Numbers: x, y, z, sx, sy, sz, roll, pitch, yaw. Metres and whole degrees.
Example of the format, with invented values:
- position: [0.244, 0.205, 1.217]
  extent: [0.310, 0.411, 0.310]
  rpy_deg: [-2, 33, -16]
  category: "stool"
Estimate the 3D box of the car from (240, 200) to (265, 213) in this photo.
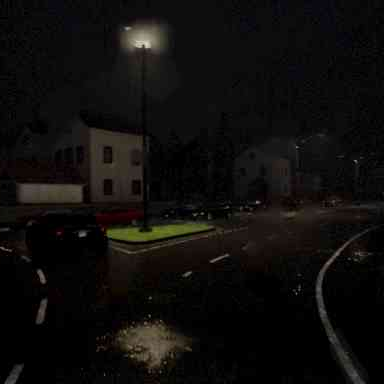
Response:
- position: [7.536, 1.807, 42.344]
  extent: [2.128, 1.511, 4.902]
  rpy_deg: [-1, 0, 41]
  category: "car"

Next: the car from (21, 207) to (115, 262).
- position: [-5.149, 1.555, 13.429]
  extent: [2.097, 1.767, 4.553]
  rpy_deg: [0, -1, -38]
  category: "car"

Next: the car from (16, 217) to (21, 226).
- position: [-10.369, 1.938, 25.292]
  extent: [5.357, 1.411, 2.033]
  rpy_deg: [0, -1, -31]
  category: "car"

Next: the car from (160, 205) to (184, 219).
- position: [-0.857, 1.939, 32.958]
  extent: [1.895, 1.301, 4.718]
  rpy_deg: [-1, -1, 45]
  category: "car"

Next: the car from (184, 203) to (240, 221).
- position: [1.938, 1.783, 30.858]
  extent: [1.837, 1.490, 4.892]
  rpy_deg: [-1, 0, 45]
  category: "car"

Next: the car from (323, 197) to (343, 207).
- position: [23.456, 1.582, 55.311]
  extent: [2.097, 1.767, 4.553]
  rpy_deg: [-1, -1, 41]
  category: "car"

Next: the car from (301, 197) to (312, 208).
- position: [17.743, 1.649, 54.105]
  extent: [2.097, 1.767, 4.553]
  rpy_deg: [-1, -1, 41]
  category: "car"

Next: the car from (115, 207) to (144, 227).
- position: [-5.720, 1.844, 24.305]
  extent: [4.674, 1.442, 1.812]
  rpy_deg: [0, -1, -36]
  category: "car"

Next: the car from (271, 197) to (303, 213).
- position: [11.710, 1.762, 41.806]
  extent: [1.837, 1.490, 4.892]
  rpy_deg: [-1, -1, 41]
  category: "car"
